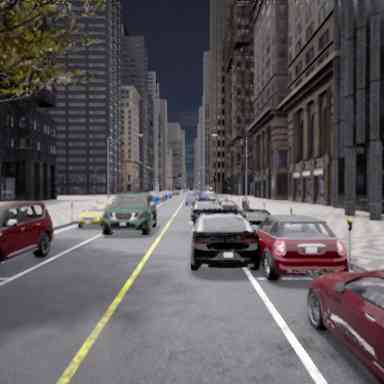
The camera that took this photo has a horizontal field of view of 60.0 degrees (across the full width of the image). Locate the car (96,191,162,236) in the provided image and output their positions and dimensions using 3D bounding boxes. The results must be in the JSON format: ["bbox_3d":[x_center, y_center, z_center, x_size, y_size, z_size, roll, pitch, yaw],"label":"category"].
[{"bbox_3d":[-3.108,1.059,17.708,2.150,2.045,5.566,0,1,0],"label":"car"}]

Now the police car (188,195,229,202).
[{"bbox_3d":[0.892,1.236,20.783,1.930,1.638,5.238,0,1,0],"label":"police car"}]

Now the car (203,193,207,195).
[{"bbox_3d":[2.745,1.159,43.684,2.008,1.369,4.403,0,0,0],"label":"car"}]

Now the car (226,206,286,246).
[{"bbox_3d":[2.756,1.426,15.298,1.947,1.339,4.313,0,1,0],"label":"car"}]

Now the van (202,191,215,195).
[{"bbox_3d":[2.742,0.900,49.360,1.690,1.788,3.998,0,0,0],"label":"van"}]

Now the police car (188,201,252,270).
[{"bbox_3d":[0.896,1.326,10.783,1.930,1.638,5.238,0,1,0],"label":"police car"}]

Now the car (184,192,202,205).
[{"bbox_3d":[0.001,1.125,47.201,2.033,1.411,5.357,0,0,0],"label":"car"}]

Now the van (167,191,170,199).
[{"bbox_3d":[-5.790,0.754,66.379,1.690,1.788,3.998,0,0,0],"label":"van"}]

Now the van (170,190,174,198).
[{"bbox_3d":[-5.794,0.658,77.733,1.690,1.788,3.998,0,0,0],"label":"van"}]

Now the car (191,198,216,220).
[{"bbox_3d":[0.826,1.265,26.674,1.837,1.490,4.892,0,1,0],"label":"car"}]

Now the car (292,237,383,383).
[{"bbox_3d":[2.760,1.544,3.943,1.802,1.307,4.206,0,1,0],"label":"car"}]

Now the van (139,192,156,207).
[{"bbox_3d":[-5.781,0.949,43.670,1.690,1.788,3.998,0,1,0],"label":"van"}]

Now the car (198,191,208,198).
[{"bbox_3d":[2.729,0.585,83.424,2.192,1.841,5.009,0,0,0],"label":"car"}]

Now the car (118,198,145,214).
[{"bbox_3d":[-5.776,1.290,32.318,1.802,1.307,4.206,0,1,0],"label":"car"}]

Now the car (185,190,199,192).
[{"bbox_3d":[-0.024,0.933,64.573,1.837,1.490,4.892,0,0,0],"label":"car"}]

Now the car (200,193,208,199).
[{"bbox_3d":[2.732,0.899,77.749,1.802,1.307,4.206,0,0,0],"label":"car"}]

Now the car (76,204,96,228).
[{"bbox_3d":[-5.772,1.336,20.793,1.752,1.417,4.829,0,1,0],"label":"car"}]

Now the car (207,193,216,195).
[{"bbox_3d":[2.749,1.149,32.328,1.967,1.590,4.097,0,1,0],"label":"car"}]

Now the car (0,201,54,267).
[{"bbox_3d":[-5.767,1.226,9.606,2.192,1.841,5.009,0,1,0],"label":"car"}]

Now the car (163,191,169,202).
[{"bbox_3d":[-5.787,1.043,60.704,1.802,1.307,4.206,0,0,0],"label":"car"}]

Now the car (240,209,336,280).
[{"bbox_3d":[2.758,1.351,9.619,1.967,1.590,4.097,0,1,0],"label":"car"}]

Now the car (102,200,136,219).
[{"bbox_3d":[-5.774,1.340,26.641,1.802,1.307,4.206,0,1,0],"label":"car"}]

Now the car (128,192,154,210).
[{"bbox_3d":[-5.778,0.973,37.992,2.192,1.841,5.009,0,1,0],"label":"car"}]
